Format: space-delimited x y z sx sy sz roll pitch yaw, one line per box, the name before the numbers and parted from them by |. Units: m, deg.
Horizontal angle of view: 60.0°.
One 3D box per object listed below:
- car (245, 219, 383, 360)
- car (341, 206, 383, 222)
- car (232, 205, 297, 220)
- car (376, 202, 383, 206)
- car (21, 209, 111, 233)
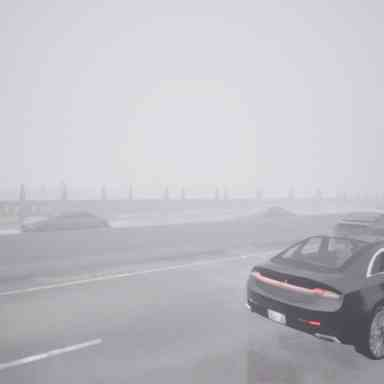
car | 3.135 1.495 5.969 4.902 1.511 2.128 0 0 -36
car | 7.713 1.520 13.530 4.892 1.490 1.837 0 0 -35
car | 4.427 1.541 20.011 4.674 1.442 1.812 0 0 -36
car | 26.470 1.712 44.210 4.718 1.301 1.895 0 0 -35
car | -6.266 1.562 16.714 4.181 1.385 1.994 0 0 -35
